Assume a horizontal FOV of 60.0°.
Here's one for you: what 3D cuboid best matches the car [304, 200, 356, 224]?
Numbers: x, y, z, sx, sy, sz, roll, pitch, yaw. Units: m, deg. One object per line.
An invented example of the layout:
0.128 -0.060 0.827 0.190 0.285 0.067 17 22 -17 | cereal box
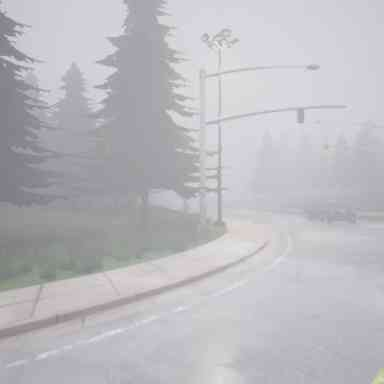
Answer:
10.255 1.391 25.109 2.097 1.767 4.553 0 0 -6 | car
